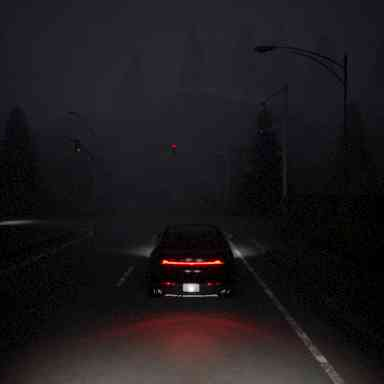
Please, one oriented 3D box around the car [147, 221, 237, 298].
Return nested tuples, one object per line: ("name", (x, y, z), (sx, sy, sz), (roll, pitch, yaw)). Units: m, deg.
("car", (0.025, 1.505, 8.514), (1.837, 1.490, 4.892), (0, 0, 1))
